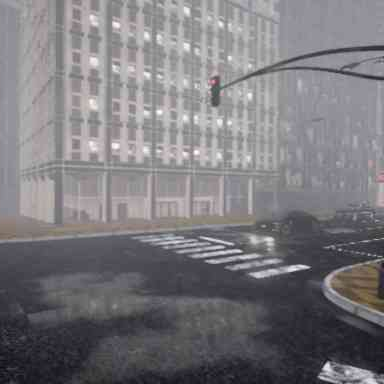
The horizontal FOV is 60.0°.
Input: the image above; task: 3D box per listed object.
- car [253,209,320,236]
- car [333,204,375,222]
[{"bbox_3d":[5.645,1.725,19.703,4.181,1.385,1.994,0,1,-34],"label":"car"},{"bbox_3d":[13.701,1.671,28.034,4.403,1.369,2.008,0,1,-34],"label":"car"}]
